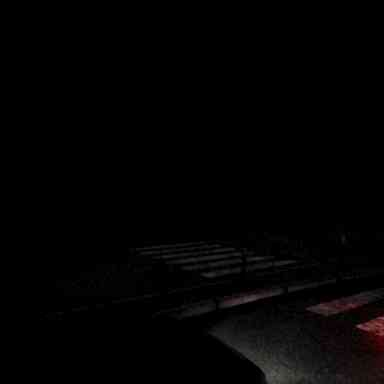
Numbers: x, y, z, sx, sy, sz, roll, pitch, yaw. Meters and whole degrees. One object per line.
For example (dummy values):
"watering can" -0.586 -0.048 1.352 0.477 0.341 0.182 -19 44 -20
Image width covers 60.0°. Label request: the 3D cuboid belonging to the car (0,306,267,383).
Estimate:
"car" -1.896 1.544 2.061 5.357 1.411 2.033 1 0 -35
